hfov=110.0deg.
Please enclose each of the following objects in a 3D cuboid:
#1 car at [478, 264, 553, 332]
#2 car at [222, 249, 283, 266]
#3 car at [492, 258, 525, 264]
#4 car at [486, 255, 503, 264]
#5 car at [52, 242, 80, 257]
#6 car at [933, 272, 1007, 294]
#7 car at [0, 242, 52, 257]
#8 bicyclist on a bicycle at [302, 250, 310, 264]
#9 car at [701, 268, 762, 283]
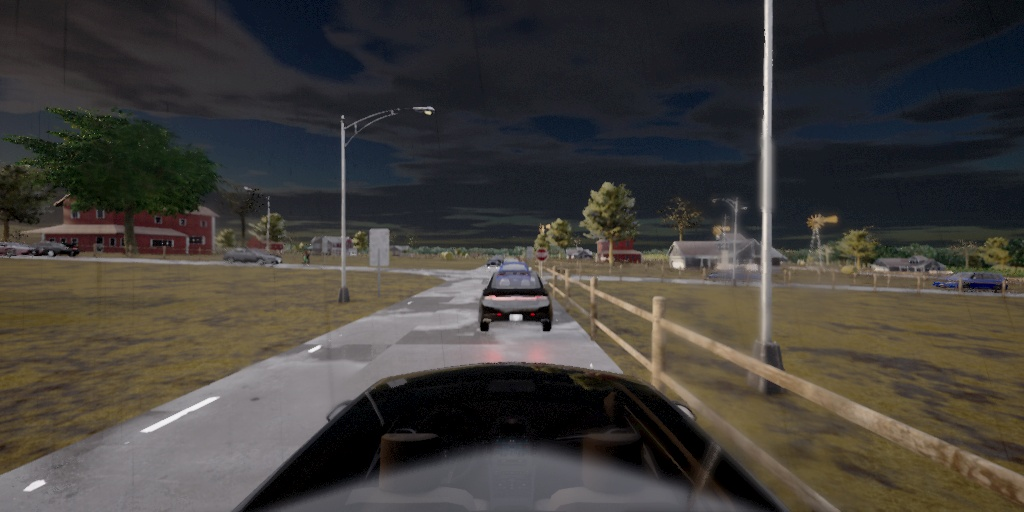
[{"bbox_3d":[0.095,1.166,10.567,2.128,1.511,4.902,0,0,0],"label":"car"},{"bbox_3d":[-24.093,0.130,33.367,4.902,1.511,2.128,2,0,0],"label":"car"},{"bbox_3d":[0.134,1.075,20.907,1.882,1.535,5.008,0,1,2],"label":"car"},{"bbox_3d":[-2.793,0.927,54.792,1.994,1.385,4.181,0,0,0],"label":"car"},{"bbox_3d":[-46.814,-0.691,36.248,4.892,1.490,1.837,2,0,0],"label":"car"},{"bbox_3d":[46.304,2.634,36.293,5.566,2.045,2.150,3,0,0],"label":"car"},{"bbox_3d":[-46.478,-0.600,33.400,4.181,1.385,1.994,2,0,1],"label":"car"},{"bbox_3d":[-22.590,0.117,39.353,0.582,1.620,1.656,2,0,0],"label":"bicyclist on a bicycle"},{"bbox_3d":[22.253,1.958,36.352,5.357,1.411,2.033,2,0,0],"label":"car"}]
